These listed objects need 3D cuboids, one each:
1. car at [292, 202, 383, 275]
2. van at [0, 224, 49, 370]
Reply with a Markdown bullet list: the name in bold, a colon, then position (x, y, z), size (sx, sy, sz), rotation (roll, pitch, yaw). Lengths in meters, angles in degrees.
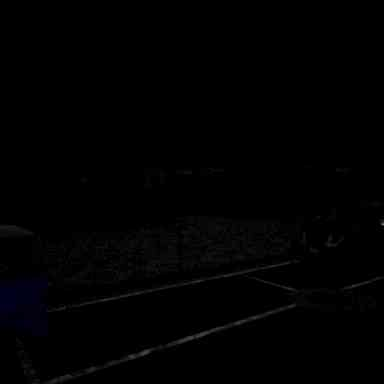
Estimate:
- **car**: position (5.345, 1.269, 10.468), size (5.009, 1.841, 2.192), rotation (0, 0, -36)
- **van**: position (-3.830, 1.346, 3.919), size (3.998, 1.788, 1.690), rotation (0, 0, -36)
